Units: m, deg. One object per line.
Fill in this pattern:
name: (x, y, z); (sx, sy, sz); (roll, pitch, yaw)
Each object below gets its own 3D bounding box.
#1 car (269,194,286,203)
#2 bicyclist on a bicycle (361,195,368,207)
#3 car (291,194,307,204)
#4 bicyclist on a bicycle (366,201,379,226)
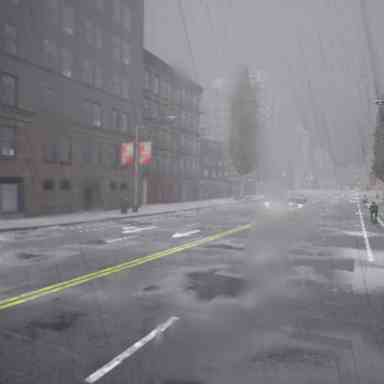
car: (13.474, 0.971, 52.214); (1.895, 1.301, 4.718); (2, 2, 26)
bicyclist on a bicycle: (21.765, 1.177, 41.861); (0.866, 1.612, 1.509); (2, 1, 26)
car: (16.407, 0.995, 50.812); (2.033, 1.411, 5.357); (2, 2, 26)
bicyclist on a bicycle: (12.088, 1.471, 22.082); (0.582, 1.620, 1.656); (2, 1, 26)
